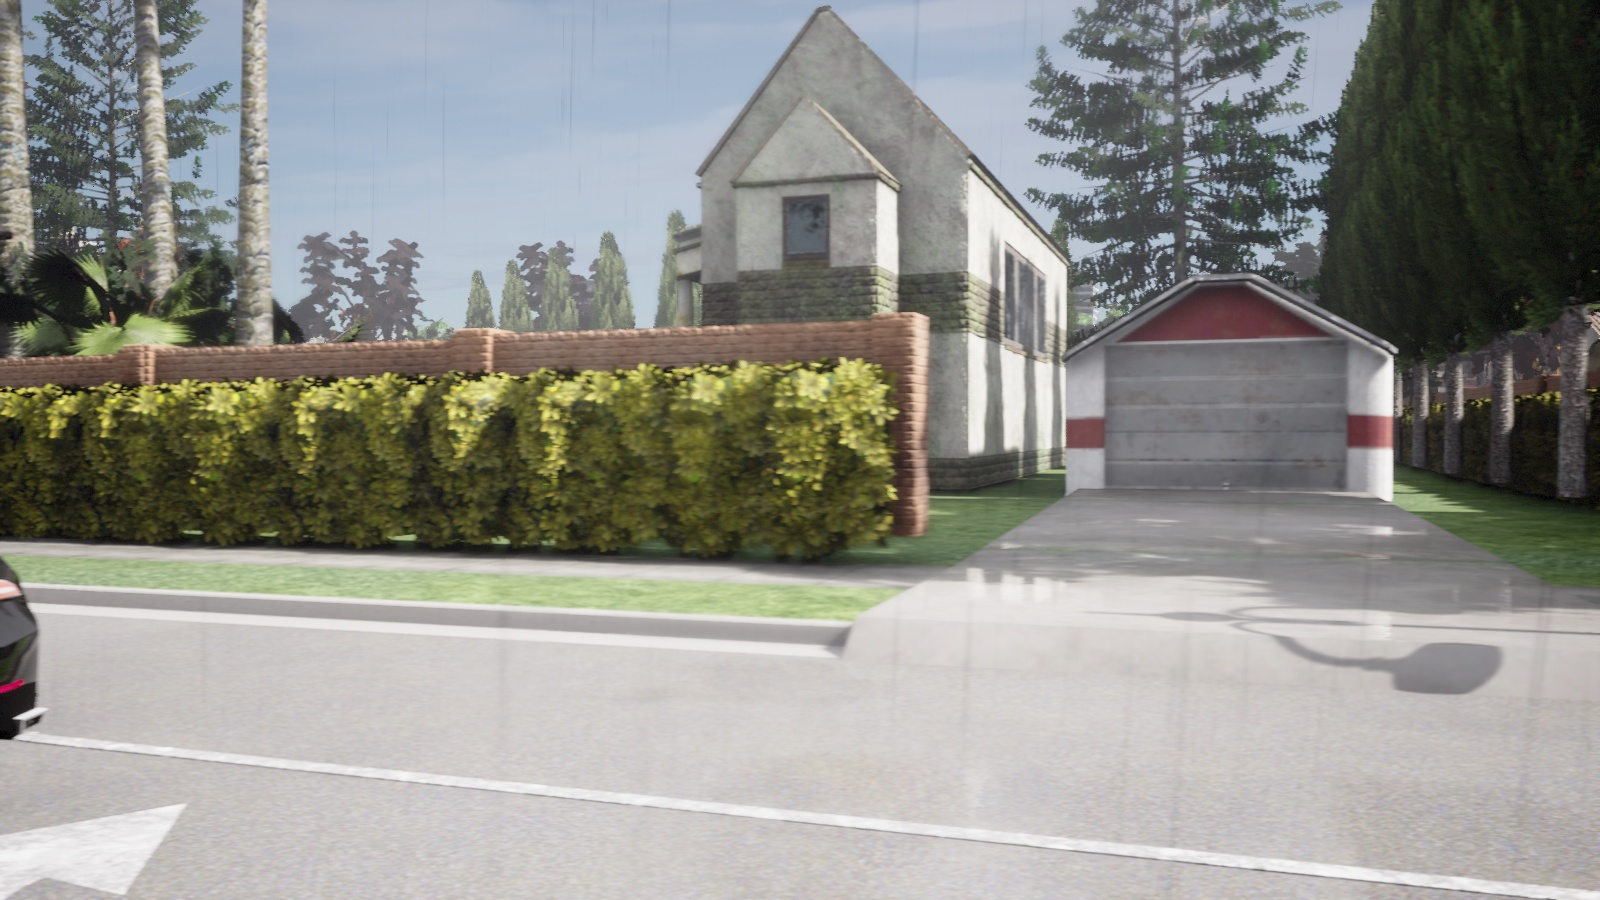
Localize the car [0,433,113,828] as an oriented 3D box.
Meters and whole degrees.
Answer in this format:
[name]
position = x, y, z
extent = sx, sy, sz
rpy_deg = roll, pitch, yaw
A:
[car]
position = -5.558, 0.681, 5.062
extent = 4.902, 1.511, 2.128
rpy_deg = 1, 1, 19
